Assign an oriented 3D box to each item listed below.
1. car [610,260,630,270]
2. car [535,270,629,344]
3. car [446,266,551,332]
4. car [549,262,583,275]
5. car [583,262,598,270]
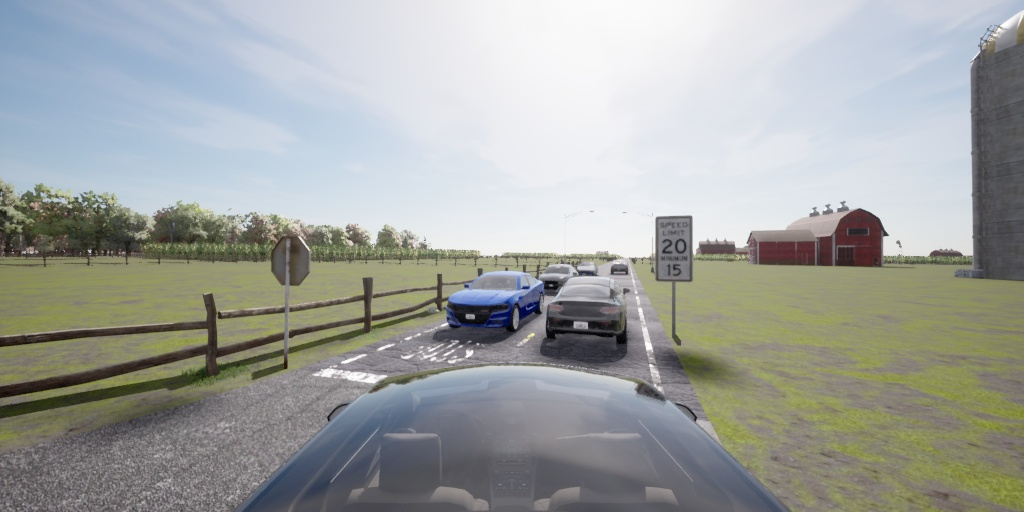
[{"bbox_3d":[12.333,1.266,41.052,2.128,1.511,4.902,0,0,18],"label":"car"},{"bbox_3d":[2.139,1.280,9.665,1.812,1.442,4.674,0,0,18],"label":"car"},{"bbox_3d":[-0.294,1.233,11.272,1.882,1.535,5.008,0,0,17],"label":"car"},{"bbox_3d":[2.759,1.266,20.861,1.837,1.490,4.892,0,0,18],"label":"car"},{"bbox_3d":[7.425,1.319,35.255,2.033,1.411,5.357,0,0,18],"label":"car"}]
